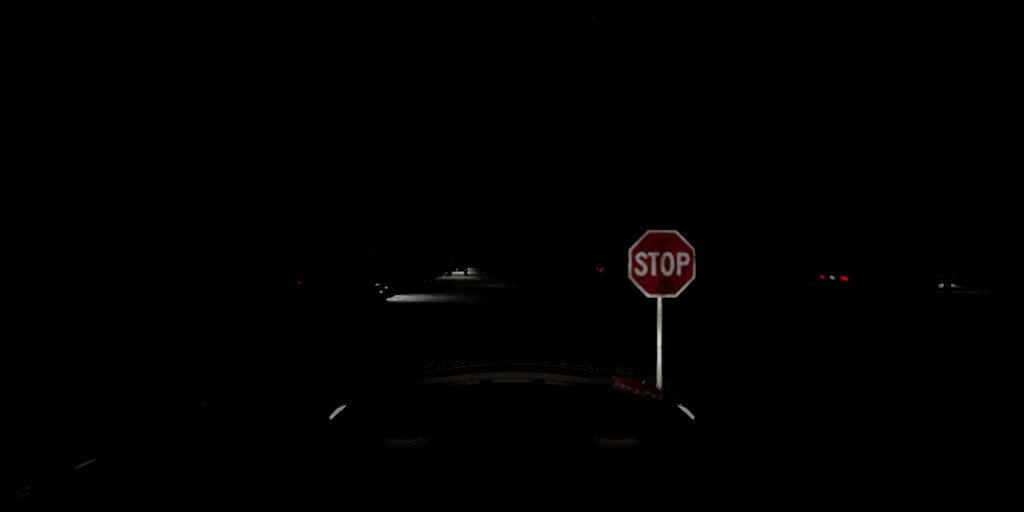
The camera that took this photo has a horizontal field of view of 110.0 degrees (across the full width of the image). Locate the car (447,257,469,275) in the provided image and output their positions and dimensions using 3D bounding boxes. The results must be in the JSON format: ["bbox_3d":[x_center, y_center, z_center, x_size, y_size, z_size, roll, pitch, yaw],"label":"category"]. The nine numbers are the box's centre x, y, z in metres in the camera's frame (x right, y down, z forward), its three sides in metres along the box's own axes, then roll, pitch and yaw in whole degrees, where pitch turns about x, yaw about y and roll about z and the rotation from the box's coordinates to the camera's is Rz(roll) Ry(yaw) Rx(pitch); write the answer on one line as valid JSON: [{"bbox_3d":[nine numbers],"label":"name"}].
[{"bbox_3d":[-6.301,1.129,41.842,2.150,2.045,5.566,0,0,-7],"label":"car"}]

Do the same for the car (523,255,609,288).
[{"bbox_3d":[3.547,0.996,23.777,5.566,2.045,2.150,0,1,25],"label":"car"}]

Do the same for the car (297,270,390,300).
[{"bbox_3d":[-8.292,1.416,17.864,4.181,1.385,1.994,0,0,-2],"label":"car"}]

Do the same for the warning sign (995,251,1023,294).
[{"bbox_3d":[22.749,0.740,16.115,1.060,1.860,1.300,0,0,-4],"label":"warning sign"}]

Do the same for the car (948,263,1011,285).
[{"bbox_3d":[30.119,1.138,23.803,4.181,1.385,1.994,0,0,-4],"label":"car"}]

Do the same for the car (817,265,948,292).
[{"bbox_3d":[19.731,1.197,19.446,5.357,1.411,2.033,0,0,-3],"label":"car"}]
